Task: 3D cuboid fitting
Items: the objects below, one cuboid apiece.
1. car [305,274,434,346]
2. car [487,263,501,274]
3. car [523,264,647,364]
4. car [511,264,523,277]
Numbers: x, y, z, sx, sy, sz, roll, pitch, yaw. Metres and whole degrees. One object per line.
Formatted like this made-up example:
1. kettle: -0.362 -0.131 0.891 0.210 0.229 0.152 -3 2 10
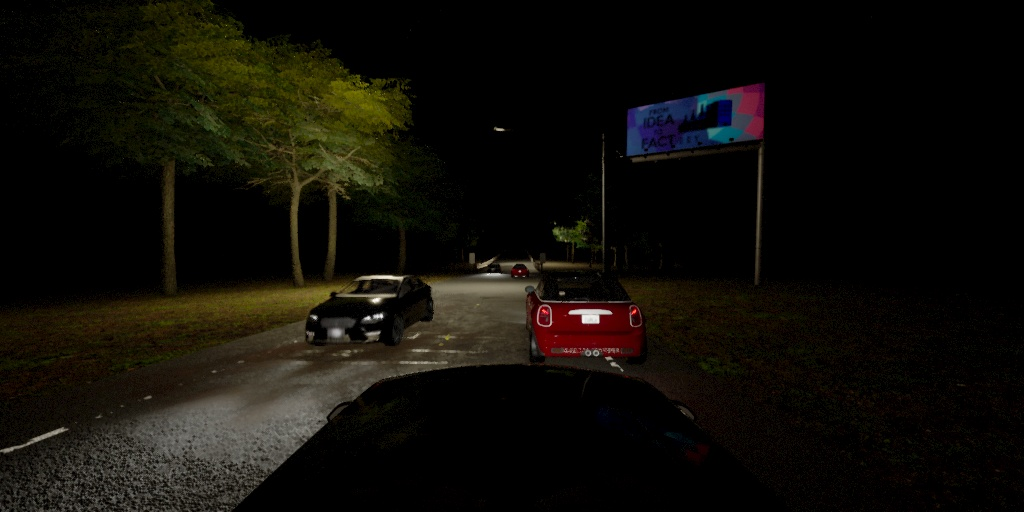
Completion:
1. car: -3.407 1.256 9.497 2.128 1.511 4.902 0 0 1
2. car: -2.536 1.734 51.650 2.128 1.511 4.902 0 -1 1
3. car: 1.394 1.112 8.282 2.097 1.767 4.553 0 0 1
4. car: 0.914 1.658 40.635 1.994 1.385 4.181 0 -1 2
